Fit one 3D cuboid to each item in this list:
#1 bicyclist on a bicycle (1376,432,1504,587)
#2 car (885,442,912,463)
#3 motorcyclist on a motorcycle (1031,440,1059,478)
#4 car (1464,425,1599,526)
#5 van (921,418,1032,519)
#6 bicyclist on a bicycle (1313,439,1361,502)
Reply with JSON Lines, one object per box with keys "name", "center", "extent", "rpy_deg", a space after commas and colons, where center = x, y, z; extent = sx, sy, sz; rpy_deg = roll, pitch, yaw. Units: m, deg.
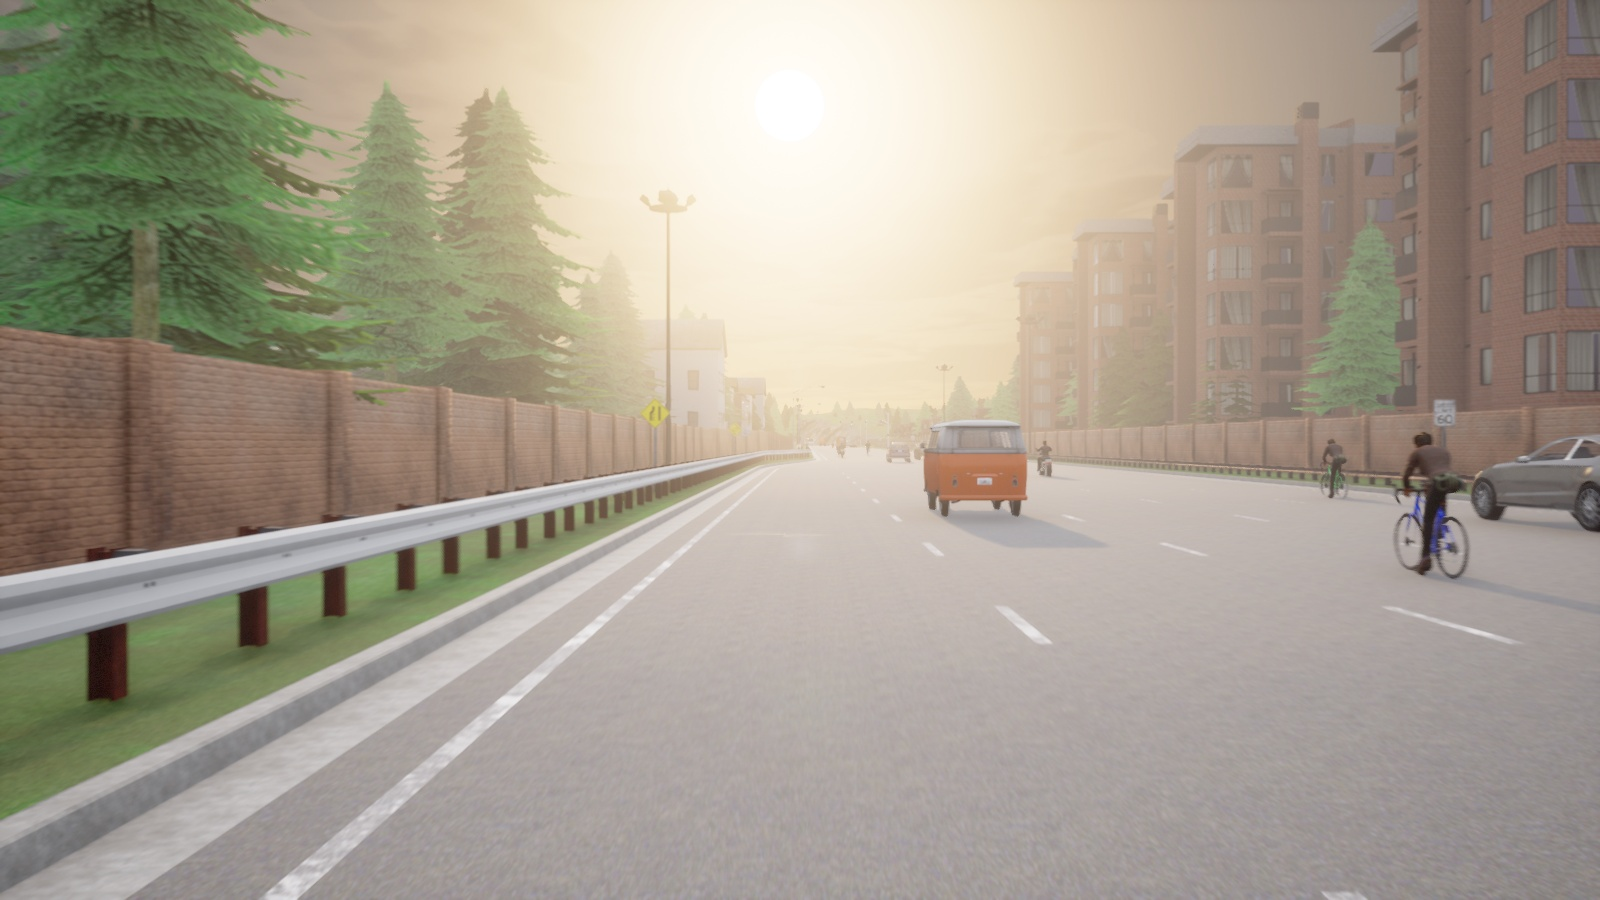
{"name": "bicyclist on a bicycle", "center": [7.098, 0.627, 14.012], "extent": [0.582, 1.620, 1.656], "rpy_deg": [0, 0, 0]}
{"name": "car", "center": [7.568, 0.192, 96.707], "extent": [1.789, 1.549, 3.705], "rpy_deg": [0, 0, 0]}
{"name": "motorcyclist on a motorcycle", "center": [10.833, 0.396, 55.566], "extent": [0.766, 1.649, 2.350], "rpy_deg": [0, 0, 0]}
{"name": "car", "center": [14.142, 0.413, 22.204], "extent": [2.152, 1.651, 5.027], "rpy_deg": [0, 0, 0]}
{"name": "van", "center": [3.669, 0.353, 26.826], "extent": [1.775, 1.987, 4.442], "rpy_deg": [0, 0, 0]}
{"name": "bicyclist on a bicycle", "center": [14.205, 0.525, 33.258], "extent": [0.582, 1.620, 1.656], "rpy_deg": [0, 0, 0]}
